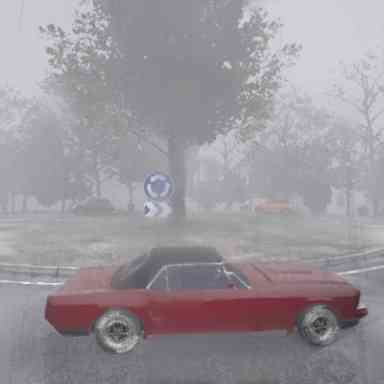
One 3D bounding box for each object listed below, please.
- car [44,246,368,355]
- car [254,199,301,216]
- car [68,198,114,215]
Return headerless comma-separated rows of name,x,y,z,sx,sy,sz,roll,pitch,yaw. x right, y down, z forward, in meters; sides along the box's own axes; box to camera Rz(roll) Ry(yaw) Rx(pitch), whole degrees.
car,0.259,1.621,5.581,4.718,1.301,1.895,0,0,-4
car,8.627,1.474,33.998,4.553,1.767,2.097,0,0,43
car,-10.555,1.465,34.779,4.553,1.767,2.097,0,0,-30
